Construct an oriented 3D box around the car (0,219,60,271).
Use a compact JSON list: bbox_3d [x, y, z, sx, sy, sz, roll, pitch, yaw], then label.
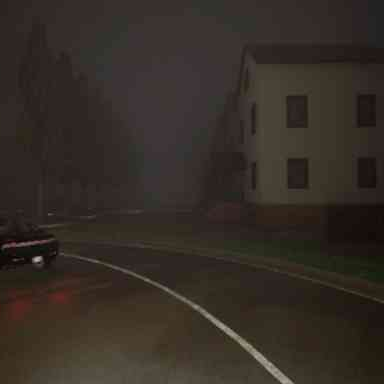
[{"bbox_3d":[-6.049,1.560,9.967,4.902,1.511,2.128,-1,0,33],"label":"car"}]
